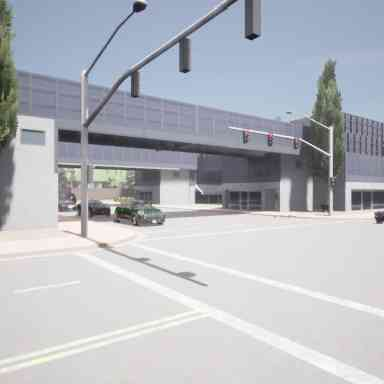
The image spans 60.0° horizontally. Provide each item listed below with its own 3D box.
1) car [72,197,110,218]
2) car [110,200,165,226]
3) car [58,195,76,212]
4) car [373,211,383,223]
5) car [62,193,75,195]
[{"bbox_3d":[-9.220,1.478,31.038,1.882,1.535,5.008,0,0,-36],"label":"car"},{"bbox_3d":[-3.771,1.352,23.552,2.097,1.767,4.553,0,0,-36],"label":"car"},{"bbox_3d":[-14.799,1.491,38.709,2.128,1.511,4.902,0,0,-36],"label":"car"},{"bbox_3d":[14.985,1.601,23.873,4.718,1.301,1.895,0,0,-37],"label":"car"},{"bbox_3d":[-23.664,1.221,63.089,2.150,2.045,5.566,0,0,-36],"label":"car"}]
